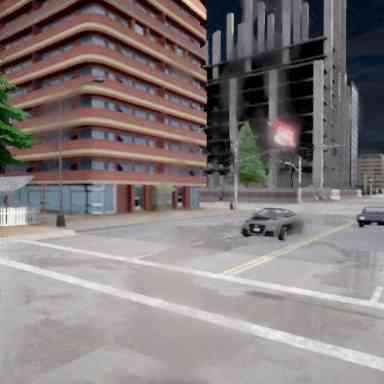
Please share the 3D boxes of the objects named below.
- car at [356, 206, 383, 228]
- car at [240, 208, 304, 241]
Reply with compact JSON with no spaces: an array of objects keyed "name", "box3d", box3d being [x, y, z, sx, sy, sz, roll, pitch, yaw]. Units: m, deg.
[{"name":"car","box3d":[11.674,1.531,20.809,1.895,1.301,4.718,1,0,35]},{"name":"car","box3d":[4.042,1.490,16.463,1.994,1.385,4.181,1,0,36]}]
